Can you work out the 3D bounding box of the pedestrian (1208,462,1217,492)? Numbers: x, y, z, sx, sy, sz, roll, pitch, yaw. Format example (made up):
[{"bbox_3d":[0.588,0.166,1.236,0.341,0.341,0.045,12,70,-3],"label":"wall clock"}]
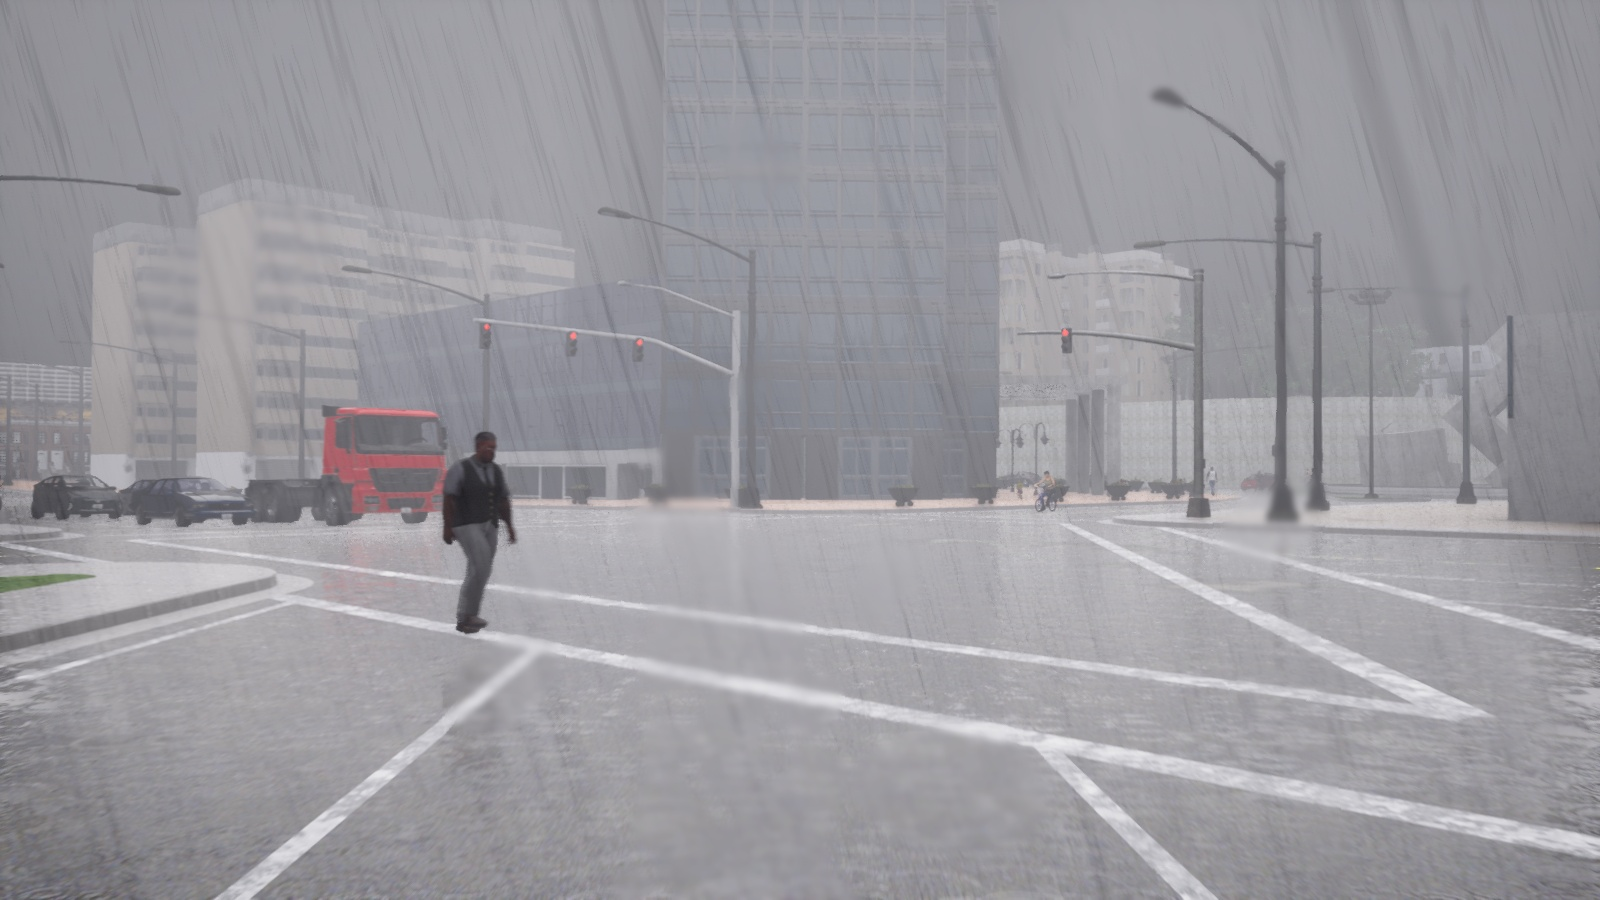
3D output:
[{"bbox_3d":[25.567,1.671,77.811,0.354,1.836,0.706,0,-1,8],"label":"pedestrian"}]

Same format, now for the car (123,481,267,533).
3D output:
[{"bbox_3d":[-17.846,1.637,36.901,5.357,1.411,2.033,-2,-2,43],"label":"car"}]

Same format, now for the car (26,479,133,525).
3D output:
[{"bbox_3d":[-25.153,1.793,43.763,4.514,1.525,2.007,-2,-2,43],"label":"car"}]

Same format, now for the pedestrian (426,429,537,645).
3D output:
[{"bbox_3d":[-2.895,0.763,11.401,0.849,1.883,0.563,-1,-1,36],"label":"pedestrian"}]

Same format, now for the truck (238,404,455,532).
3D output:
[{"bbox_3d":[-13.846,0.590,37.960,7.936,3.462,2.891,-2,-2,43],"label":"truck"}]

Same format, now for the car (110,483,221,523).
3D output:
[{"bbox_3d":[-24.069,1.977,47.546,5.357,1.411,2.033,-2,-2,43],"label":"car"}]

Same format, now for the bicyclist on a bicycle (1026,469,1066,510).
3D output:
[{"bbox_3d":[9.694,1.542,49.437,0.866,1.612,1.509,-1,-1,43],"label":"bicyclist on a bicycle"}]
